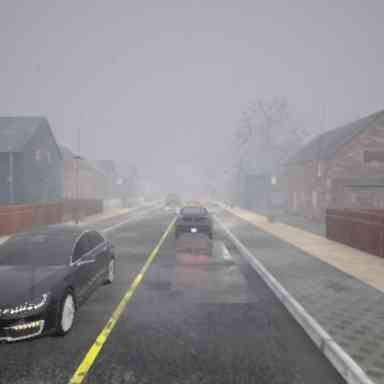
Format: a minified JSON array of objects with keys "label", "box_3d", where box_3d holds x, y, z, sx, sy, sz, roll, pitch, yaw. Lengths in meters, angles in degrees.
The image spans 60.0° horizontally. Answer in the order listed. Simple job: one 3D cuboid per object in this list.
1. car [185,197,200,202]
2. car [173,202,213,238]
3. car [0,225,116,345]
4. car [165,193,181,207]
[{"label":"car","box_3d":[0.052,1.454,44.090,1.882,1.535,5.008,0,0,0]},{"label":"car","box_3d":[0.081,1.494,17.630,1.837,1.490,4.892,0,0,0]},{"label":"car","box_3d":[-2.849,1.503,6.699,1.837,1.490,4.892,0,-1,0]},{"label":"car","box_3d":[-2.881,1.195,51.159,2.150,2.045,5.566,0,0,0]}]
